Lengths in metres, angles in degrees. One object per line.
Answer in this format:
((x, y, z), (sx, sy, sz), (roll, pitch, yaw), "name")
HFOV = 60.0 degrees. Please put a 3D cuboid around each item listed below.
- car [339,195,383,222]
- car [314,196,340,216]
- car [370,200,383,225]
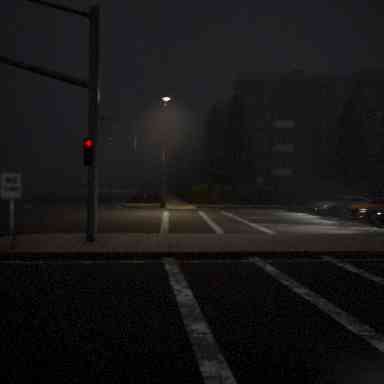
((12.256, 1.057, 20.732), (5.008, 1.535, 1.882), (1, 2, -7), "car")
((11.240, 0.977, 24.131), (4.674, 1.442, 1.812), (1, 2, -7), "car")
((12.144, 1.289, 17.198), (4.718, 1.301, 1.895), (1, 2, -7), "car")
